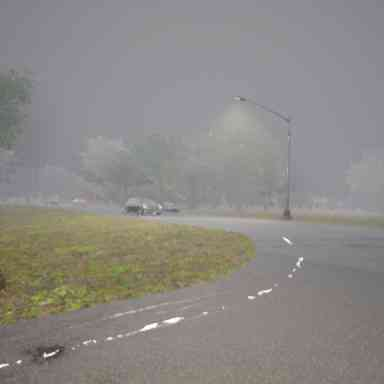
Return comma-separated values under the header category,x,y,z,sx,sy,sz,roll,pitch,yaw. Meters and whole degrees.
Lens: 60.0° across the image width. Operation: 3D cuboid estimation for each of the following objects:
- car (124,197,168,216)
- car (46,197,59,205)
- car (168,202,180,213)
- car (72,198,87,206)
category,x,y,z,sx,sy,sz,roll,pitch,yaw
car,-4.568,1.290,31.039,2.097,1.767,4.553,4,-3,-35
car,-28.589,1.835,68.035,2.097,1.767,4.553,3,-3,-28
car,-3.553,1.918,41.743,2.033,1.411,5.357,4,-3,-35
car,-24.132,2.109,71.090,2.097,1.767,4.553,4,-3,-35
